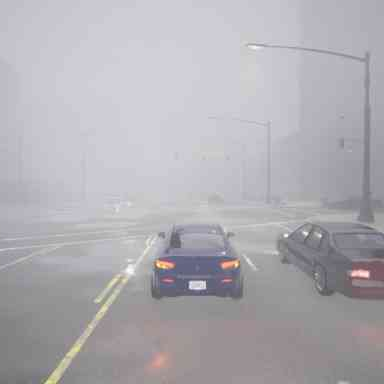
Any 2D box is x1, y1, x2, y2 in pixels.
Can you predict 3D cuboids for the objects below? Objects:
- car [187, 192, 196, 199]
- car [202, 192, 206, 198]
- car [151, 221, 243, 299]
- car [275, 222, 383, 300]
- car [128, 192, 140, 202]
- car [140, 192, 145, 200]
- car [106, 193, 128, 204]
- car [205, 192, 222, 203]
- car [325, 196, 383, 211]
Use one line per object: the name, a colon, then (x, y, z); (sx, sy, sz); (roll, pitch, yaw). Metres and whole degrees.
car: (-0.061, 0.773, 75.024); (1.882, 1.535, 5.008); (0, 0, 0)
car: (3.430, 0.804, 86.277); (2.033, 1.411, 5.357); (0, 0, 0)
car: (0.104, 1.440, 8.126); (1.812, 1.442, 4.674); (0, 1, 0)
car: (3.603, 1.461, 8.396); (2.033, 1.411, 5.357); (0, 1, 0)
car: (-10.605, 0.845, 55.922); (2.128, 1.511, 4.902); (0, 0, 0)
car: (-10.569, 0.798, 66.865); (1.882, 1.535, 5.008); (0, 0, 0)
car: (-10.605, 0.933, 46.143); (1.812, 1.442, 4.674); (0, 0, 0)
car: (3.541, 0.939, 52.058); (1.994, 1.385, 4.181); (0, 0, 0)
car: (16.046, 1.081, 32.789); (5.357, 1.411, 2.033); (0, 1, 0)
